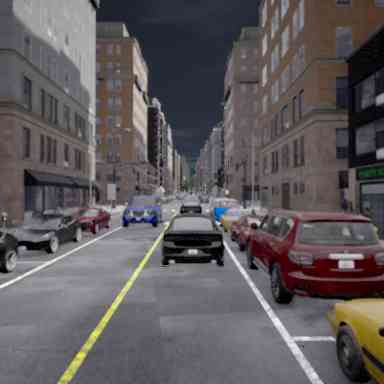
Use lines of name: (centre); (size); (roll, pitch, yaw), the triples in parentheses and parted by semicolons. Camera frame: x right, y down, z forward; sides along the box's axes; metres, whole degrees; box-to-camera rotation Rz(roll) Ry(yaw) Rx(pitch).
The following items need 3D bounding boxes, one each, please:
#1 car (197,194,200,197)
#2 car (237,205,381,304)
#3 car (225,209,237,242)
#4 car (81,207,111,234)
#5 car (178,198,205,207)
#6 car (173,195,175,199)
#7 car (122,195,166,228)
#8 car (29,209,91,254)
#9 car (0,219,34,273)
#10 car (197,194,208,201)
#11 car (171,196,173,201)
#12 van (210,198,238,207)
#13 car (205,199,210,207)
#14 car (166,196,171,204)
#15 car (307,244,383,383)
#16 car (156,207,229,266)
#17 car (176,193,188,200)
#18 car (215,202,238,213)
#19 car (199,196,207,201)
car: (2.641, 1.654, 73.982); (1.887, 1.381, 4.507); (1, 0, 0)
car: (2.633, 1.328, 8.094); (2.192, 1.841, 5.009); (1, 0, 0)
car: (2.598, 1.604, 13.766); (1.802, 1.307, 4.206); (1, 0, 0)
car: (-5.959, 1.578, 19.394); (1.887, 1.381, 4.507); (1, 0, 0)
car: (-0.077, 1.526, 29.780); (1.882, 1.535, 5.008); (0, -1, 0)
car: (-5.845, 1.670, 79.566); (2.008, 1.369, 4.403); (1, 0, 0)
car: (-3.223, 1.259, 22.635); (2.150, 2.045, 5.566); (0, 0, 0)
car: (-5.927, 1.590, 13.722); (1.947, 1.339, 4.313); (1, 0, 0)
car: (-5.895, 1.581, 8.049); (1.947, 1.339, 4.313); (1, 0, 0)
car: (2.602, 1.668, 68.451); (1.947, 1.339, 4.313); (1, 0, 0)
car: (-5.885, 1.678, 74.037); (1.947, 1.339, 4.313); (1, 0, 0)
van: (2.536, 1.381, 25.114); (1.690, 1.788, 3.998); (1, 0, 0)
car: (2.501, 1.574, 30.957); (1.752, 1.417, 4.829); (1, 0, 0)
car: (-5.924, 1.687, 68.508); (1.802, 1.307, 4.206); (1, 0, 0)
car: (2.662, 1.529, 2.590); (1.752, 1.417, 4.829); (1, 0, 0)
car: (0.018, 1.497, 11.659); (1.882, 1.535, 5.008); (0, 0, 0)
car: (-2.893, 1.636, 94.084); (1.837, 1.490, 4.892); (0, 0, 0)
car: (2.566, 1.557, 19.610); (1.752, 1.417, 4.829); (1, 0, 0)
car: (2.719, 1.668, 85.043); (1.887, 1.381, 4.507); (1, 0, 0)
